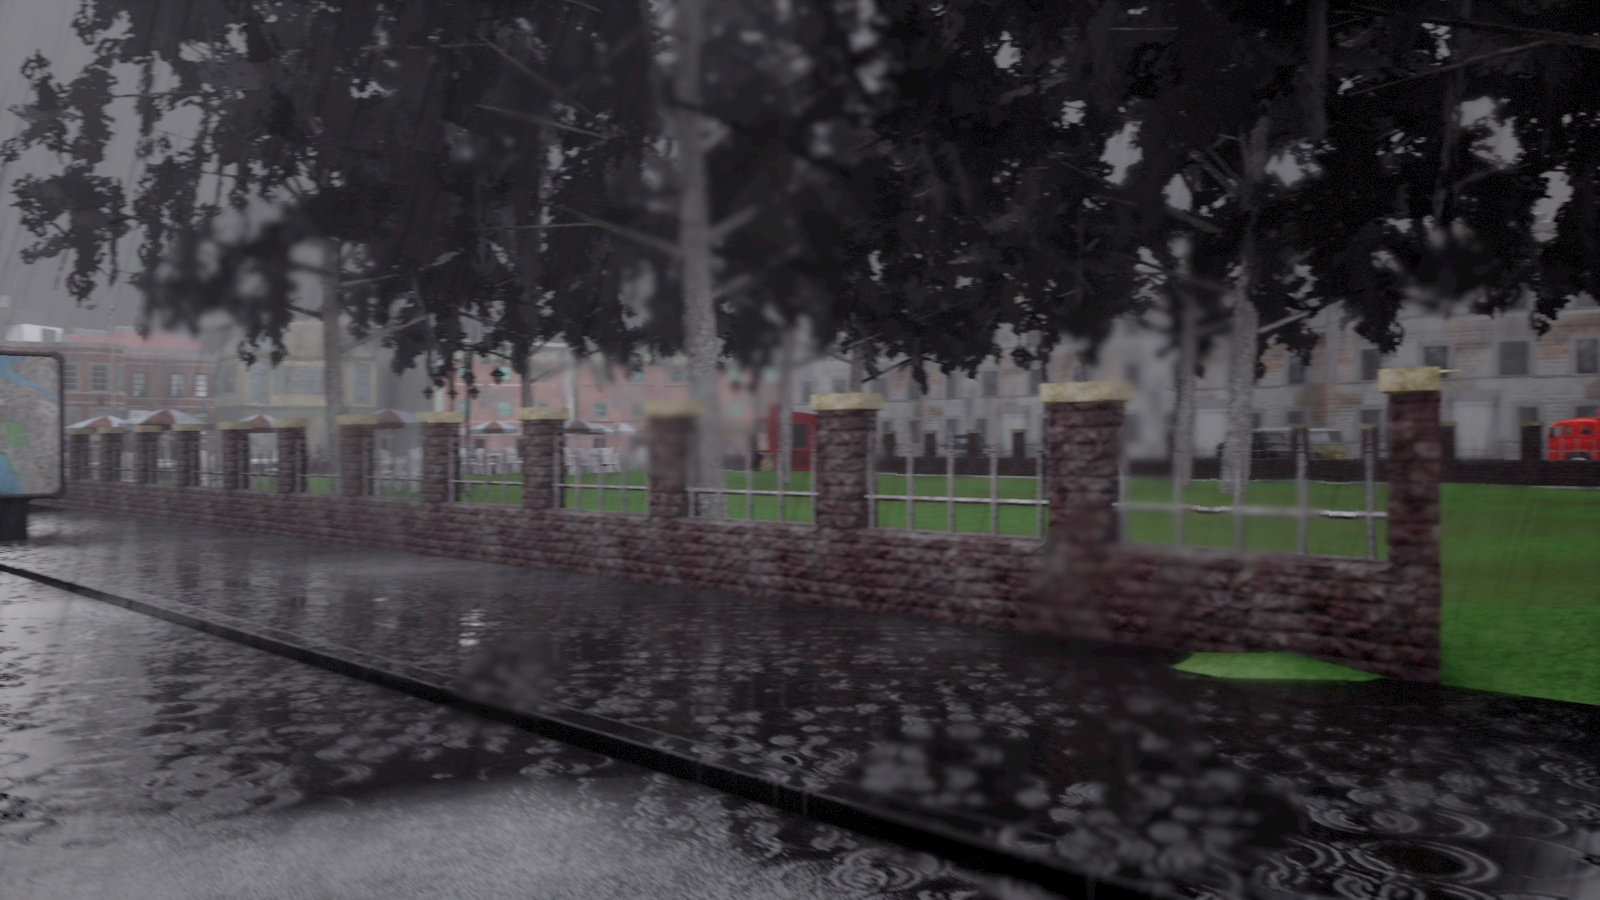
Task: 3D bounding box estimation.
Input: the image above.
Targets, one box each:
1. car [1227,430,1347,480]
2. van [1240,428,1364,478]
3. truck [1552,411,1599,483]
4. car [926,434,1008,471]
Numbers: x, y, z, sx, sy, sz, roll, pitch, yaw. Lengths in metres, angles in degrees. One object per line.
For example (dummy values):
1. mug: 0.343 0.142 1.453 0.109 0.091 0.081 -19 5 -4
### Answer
1. car: 18.711 0.175 48.363 1.905 1.878 3.866 -1 0 -43
2. van: 20.752 0.101 52.035 1.775 1.987 4.442 -1 0 -43
3. truck: 29.144 -0.121 43.069 2.627 2.467 5.204 -1 0 -43
4. car: 8.602 0.120 65.013 1.905 1.878 3.866 -1 0 -43
